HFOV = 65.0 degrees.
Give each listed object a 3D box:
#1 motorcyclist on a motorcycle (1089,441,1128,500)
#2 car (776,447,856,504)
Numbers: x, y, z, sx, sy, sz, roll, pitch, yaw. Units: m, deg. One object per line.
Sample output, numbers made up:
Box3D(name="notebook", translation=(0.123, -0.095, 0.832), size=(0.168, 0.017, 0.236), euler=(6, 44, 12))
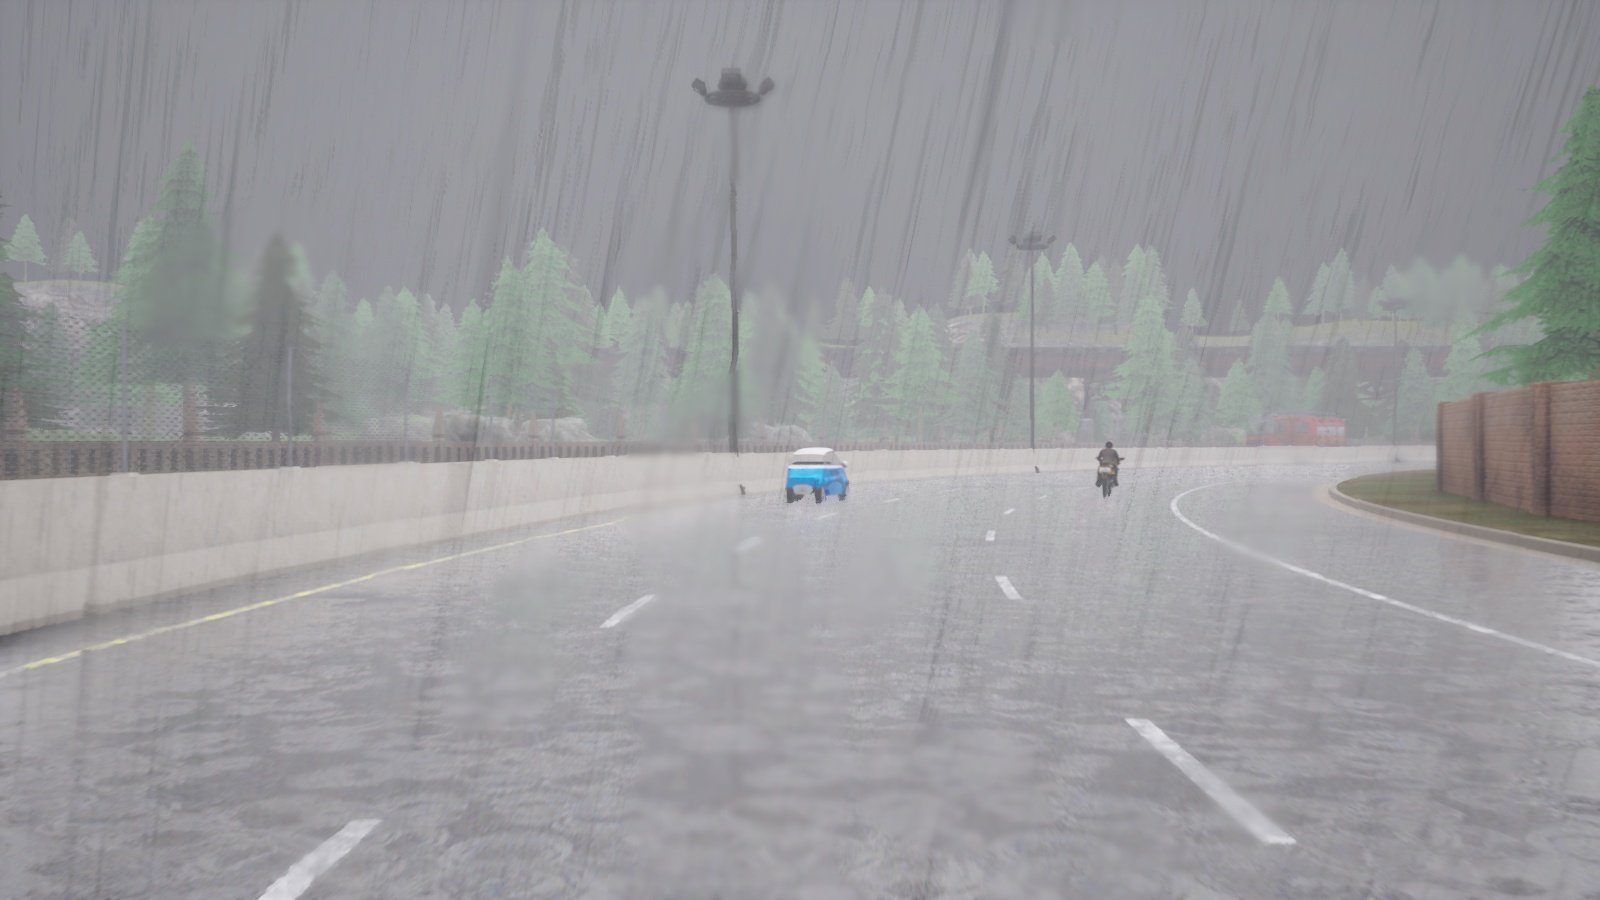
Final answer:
Box3D(name="motorcyclist on a motorcycle", translation=(8.414, 0.542, 34.230), size=(0.797, 1.523, 2.044), euler=(2, 1, 19))
Box3D(name="car", translation=(0.439, 0.621, 31.969), size=(1.481, 1.376, 2.207), euler=(0, 1, 17))
